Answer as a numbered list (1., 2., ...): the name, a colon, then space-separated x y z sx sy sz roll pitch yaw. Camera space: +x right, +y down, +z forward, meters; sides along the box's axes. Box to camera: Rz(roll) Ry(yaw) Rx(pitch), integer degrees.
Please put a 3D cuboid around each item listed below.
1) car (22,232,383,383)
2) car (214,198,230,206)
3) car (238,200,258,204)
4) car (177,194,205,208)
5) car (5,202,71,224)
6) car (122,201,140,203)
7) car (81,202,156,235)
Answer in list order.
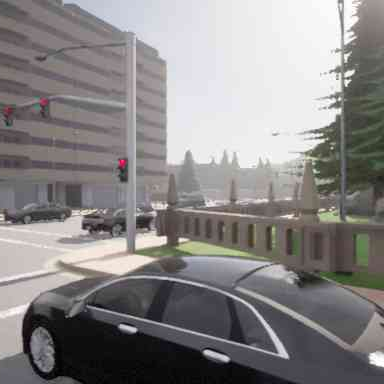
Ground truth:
1. car: -0.063 1.504 3.828 4.892 1.490 1.837 0 0 36
2. car: 5.099 1.575 50.257 1.812 1.442 4.674 0 0 34
3. car: 6.924 1.609 40.206 1.994 1.385 4.181 0 0 34
4. car: -0.486 1.281 42.093 2.150 2.045 5.566 0 0 35
5. car: -11.712 1.584 25.591 1.837 1.490 4.892 0 0 34
6. car: -6.216 1.617 33.681 2.033 1.411 5.357 0 0 34
7. car: -3.771 1.555 18.428 2.128 1.511 4.902 0 0 33
